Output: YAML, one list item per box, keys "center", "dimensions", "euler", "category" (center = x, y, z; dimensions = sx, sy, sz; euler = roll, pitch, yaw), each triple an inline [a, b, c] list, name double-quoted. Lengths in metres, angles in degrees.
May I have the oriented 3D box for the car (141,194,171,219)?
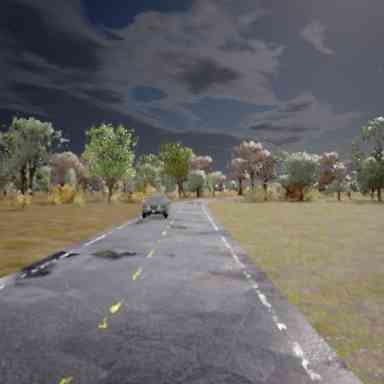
- center: [-3.090, 1.216, 29.594]
  dimensions: [2.150, 2.045, 5.566]
  euler: [0, 0, 0]
  category: "car"
